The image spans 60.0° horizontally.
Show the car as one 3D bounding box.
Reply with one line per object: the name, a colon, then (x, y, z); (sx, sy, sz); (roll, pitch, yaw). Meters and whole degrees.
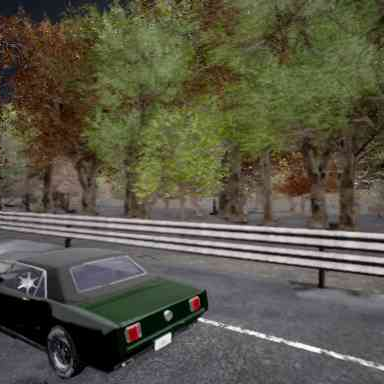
car: (-2.170, 1.633, 5.549); (4.718, 1.301, 1.895); (0, 0, 36)
